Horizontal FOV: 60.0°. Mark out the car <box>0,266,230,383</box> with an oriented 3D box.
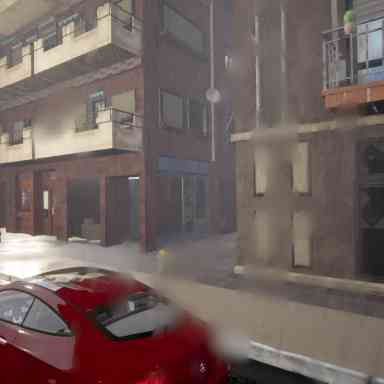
[{"bbox_3d":[-1.566,1.583,3.970,4.206,1.307,1.802,0,-1,36],"label":"car"}]
